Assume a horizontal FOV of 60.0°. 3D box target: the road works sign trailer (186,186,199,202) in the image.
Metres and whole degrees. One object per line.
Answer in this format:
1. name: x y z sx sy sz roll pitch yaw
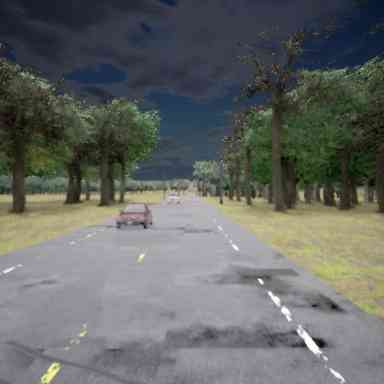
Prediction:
1. road works sign trailer: 0.221 0.498 75.548 2.380 3.560 2.880 0 0 -8

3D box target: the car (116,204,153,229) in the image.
1. car: -3.590 1.511 21.467 1.812 1.442 4.674 0 0 0

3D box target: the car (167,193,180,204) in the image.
1. car: -3.502 1.239 62.636 2.150 2.045 5.566 0 0 1
